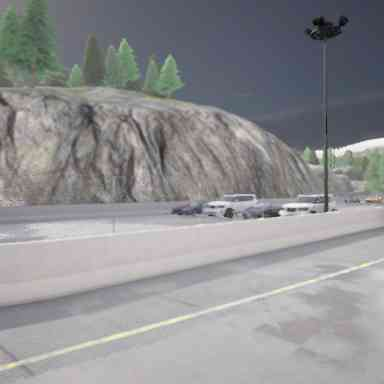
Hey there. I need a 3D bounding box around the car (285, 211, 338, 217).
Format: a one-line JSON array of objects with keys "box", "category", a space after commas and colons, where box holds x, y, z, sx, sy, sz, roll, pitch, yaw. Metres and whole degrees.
[{"box": [8.836, 1.192, 24.871, 5.566, 2.045, 2.150, 0, 0, -43], "category": "car"}]
